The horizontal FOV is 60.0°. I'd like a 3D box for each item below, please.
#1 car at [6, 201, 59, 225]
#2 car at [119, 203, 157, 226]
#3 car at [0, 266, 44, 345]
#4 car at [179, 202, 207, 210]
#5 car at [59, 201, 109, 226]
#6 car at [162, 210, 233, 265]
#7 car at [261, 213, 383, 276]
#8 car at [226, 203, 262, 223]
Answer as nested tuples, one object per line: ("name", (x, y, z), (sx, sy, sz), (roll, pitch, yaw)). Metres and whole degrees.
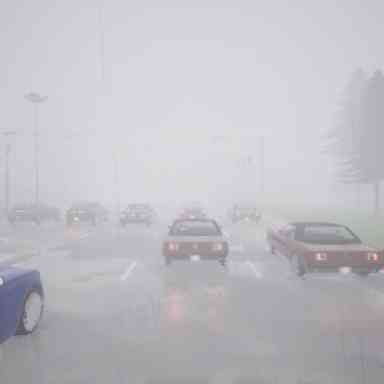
("car", (-10.419, 1.347, 22.306), (2.128, 1.511, 4.902), (0, 0, 0))
("car", (-3.412, 1.407, 21.785), (2.033, 1.411, 5.357), (0, 0, 0))
("car", (-3.401, 1.454, 3.571), (1.882, 1.535, 5.008), (0, 0, 0))
("car", (0.071, 1.378, 22.815), (1.812, 1.442, 4.674), (0, 0, 1))
("car", (-6.918, 1.361, 22.319), (1.837, 1.490, 4.892), (0, 0, 0))
("car", (0.098, 1.527, 11.409), (1.895, 1.301, 4.718), (0, 0, 0))
("car", (3.599, 1.535, 10.020), (1.895, 1.301, 4.718), (0, 0, 0))
("car", (3.560, 1.448, 23.669), (1.895, 1.301, 4.718), (0, 0, -1))
